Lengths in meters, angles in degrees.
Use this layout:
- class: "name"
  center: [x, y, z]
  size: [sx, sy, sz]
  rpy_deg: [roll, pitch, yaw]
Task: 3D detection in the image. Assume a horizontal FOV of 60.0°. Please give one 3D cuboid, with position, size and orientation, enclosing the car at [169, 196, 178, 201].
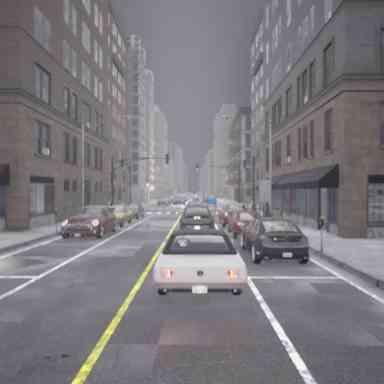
- class: "car"
  center: [-4.540, 1.597, 83.770]
  size: [1.947, 1.339, 4.313]
  rpy_deg: [0, 0, 1]

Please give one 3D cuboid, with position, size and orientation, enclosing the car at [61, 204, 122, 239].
- class: "car"
  center: [-5.225, 1.449, 17.246]
  size: [1.967, 1.590, 4.097]
  rpy_deg: [0, 0, 1]

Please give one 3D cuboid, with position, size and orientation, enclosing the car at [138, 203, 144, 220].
- class: "car"
  center: [-5.111, 1.565, 28.281]
  size: [2.008, 1.369, 4.403]
  rpy_deg: [0, 0, 1]

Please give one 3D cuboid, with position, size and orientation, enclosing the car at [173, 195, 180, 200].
- class: "car"
  center: [-4.423, 1.594, 95.132]
  size: [1.947, 1.339, 4.313]
  rpy_deg: [0, 0, 1]

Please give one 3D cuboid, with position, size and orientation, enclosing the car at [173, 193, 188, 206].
- class: "car"
  center: [-2.260, 1.379, 56.989]
  size: [2.097, 1.767, 4.553]
  rpy_deg: [0, 0, 1]

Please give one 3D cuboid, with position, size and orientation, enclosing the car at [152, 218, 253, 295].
- class: "car"
  center: [0.179, 1.605, 8.674]
  size: [1.895, 1.301, 4.718]
  rpy_deg: [0, 0, 1]

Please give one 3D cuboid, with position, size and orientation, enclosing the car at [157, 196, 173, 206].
- class: "car"
  center: [-4.833, 1.577, 55.362]
  size: [2.008, 1.369, 4.403]
  rpy_deg: [0, 0, 1]

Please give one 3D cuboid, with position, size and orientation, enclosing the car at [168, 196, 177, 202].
- class: "car"
  center: [-4.601, 1.558, 77.918]
  size: [1.752, 1.417, 4.829]
  rpy_deg: [0, 0, 1]

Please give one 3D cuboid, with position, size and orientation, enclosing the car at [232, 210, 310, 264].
- class: "car"
  center: [2.743, 1.557, 11.652]
  size: [2.008, 1.369, 4.403]
  rpy_deg: [0, 0, 1]

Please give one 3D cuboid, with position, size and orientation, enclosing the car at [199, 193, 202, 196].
- class: "car"
  center: [3.485, 1.347, 83.693]
  size: [2.192, 1.841, 5.009]
  rpy_deg: [0, 0, 1]

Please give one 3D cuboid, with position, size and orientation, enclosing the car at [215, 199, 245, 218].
- class: "car"
  center: [2.857, 1.452, 22.689]
  size: [1.967, 1.590, 4.097]
  rpy_deg: [0, 0, 1]

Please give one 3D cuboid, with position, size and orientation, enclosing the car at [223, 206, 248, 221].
- class: "car"
  center: [2.800, 1.591, 17.171]
  size: [1.802, 1.307, 4.206]
  rpy_deg: [0, 0, 1]

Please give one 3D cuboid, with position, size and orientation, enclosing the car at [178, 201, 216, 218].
- class: "car"
  center: [0.283, 1.515, 18.835]
  size: [1.837, 1.490, 4.892]
  rpy_deg: [0, 0, 1]

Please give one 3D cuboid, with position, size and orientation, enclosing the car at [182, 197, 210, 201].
- class: "car"
  center: [0.421, 1.522, 30.321]
  size: [1.837, 1.490, 4.892]
  rpy_deg: [0, 1, 4]

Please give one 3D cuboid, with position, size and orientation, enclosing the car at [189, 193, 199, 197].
- class: "car"
  center: [0.860, 1.562, 85.026]
  size: [2.033, 1.411, 5.357]
  rpy_deg: [0, 0, 1]

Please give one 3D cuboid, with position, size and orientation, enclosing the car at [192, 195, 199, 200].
- class: "car"
  center: [0.968, 1.566, 95.474]
  size: [1.895, 1.301, 4.718]
  rpy_deg: [0, 0, 1]

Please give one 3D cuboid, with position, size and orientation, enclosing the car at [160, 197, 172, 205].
- class: "car"
  center: [-4.774, 1.573, 61.043]
  size: [1.887, 1.381, 4.507]
  rpy_deg: [0, 0, 1]

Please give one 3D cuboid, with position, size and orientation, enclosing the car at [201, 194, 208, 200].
- class: "car"
  center: [3.601, 1.469, 95.055]
  size: [1.967, 1.590, 4.097]
  rpy_deg: [0, 0, 1]

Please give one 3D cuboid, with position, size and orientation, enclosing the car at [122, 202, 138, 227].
- class: "car"
  center: [-5.170, 1.537, 22.593]
  size: [1.752, 1.417, 4.829]
  rpy_deg: [0, 0, 1]

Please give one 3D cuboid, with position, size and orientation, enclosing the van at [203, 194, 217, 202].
- class: "van"
  center: [3.192, 1.367, 55.288]
  size: [1.690, 1.788, 3.998]
  rpy_deg: [0, 0, 1]

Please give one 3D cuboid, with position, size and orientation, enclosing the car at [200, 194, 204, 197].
- class: "car"
  center: [3.426, 1.615, 78.012]
  size: [1.802, 1.307, 4.206]
  rpy_deg: [0, 0, 1]
